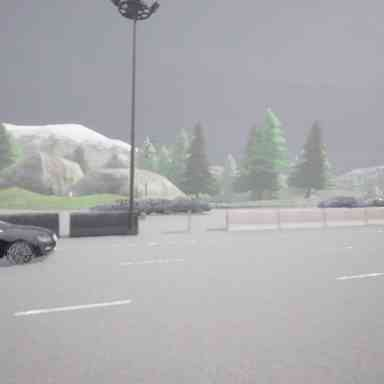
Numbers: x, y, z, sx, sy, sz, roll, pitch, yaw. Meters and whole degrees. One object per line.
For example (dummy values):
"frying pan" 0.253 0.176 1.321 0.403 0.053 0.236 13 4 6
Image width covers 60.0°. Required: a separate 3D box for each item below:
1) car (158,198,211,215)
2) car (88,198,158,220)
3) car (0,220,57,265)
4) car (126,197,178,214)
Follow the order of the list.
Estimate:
"car" -0.916 1.388 31.055 5.357 1.411 2.033 0 0 -20
"car" -5.494 1.350 25.716 4.902 1.511 2.128 0 1 -20
"car" -6.786 1.429 10.200 4.902 1.511 2.128 0 0 -20
"car" -4.093 1.318 33.645 4.902 1.511 2.128 0 0 -20
